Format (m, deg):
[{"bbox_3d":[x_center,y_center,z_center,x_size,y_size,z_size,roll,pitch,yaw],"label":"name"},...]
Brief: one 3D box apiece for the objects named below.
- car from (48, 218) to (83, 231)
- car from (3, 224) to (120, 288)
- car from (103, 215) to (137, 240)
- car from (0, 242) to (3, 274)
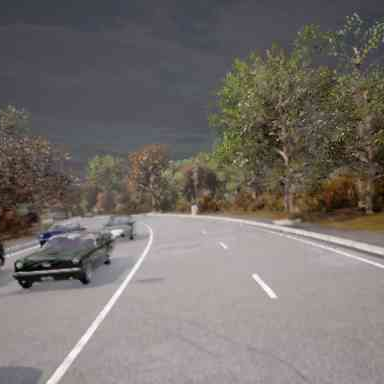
[{"bbox_3d":[-8.047,2.632,21.060,1.895,1.301,4.718,-4,-2,-6],"label":"car"},{"bbox_3d":[-3.842,2.005,10.793,1.895,1.301,4.718,-4,-1,-3],"label":"car"},{"bbox_3d":[-4.641,2.303,21.720,2.128,1.511,4.902,-4,-2,-7],"label":"car"},{"bbox_3d":[-7.312,2.093,9.595,2.128,1.511,4.902,-4,-1,-2],"label":"car"}]
